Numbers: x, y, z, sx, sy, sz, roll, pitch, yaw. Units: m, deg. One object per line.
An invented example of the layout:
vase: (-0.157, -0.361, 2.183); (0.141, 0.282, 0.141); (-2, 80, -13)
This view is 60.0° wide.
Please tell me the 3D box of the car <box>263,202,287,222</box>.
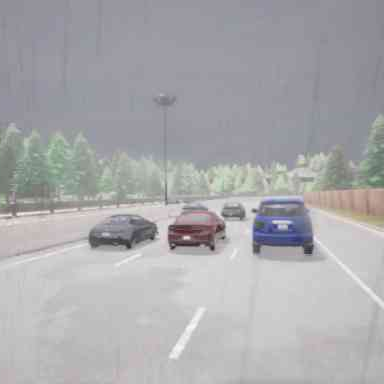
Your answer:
car: (7.145, 1.656, 28.776); (1.812, 1.442, 4.674); (-1, 0, 13)

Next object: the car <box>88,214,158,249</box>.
car: (-3.084, 1.722, 15.648); (1.994, 1.385, 4.181); (-1, 0, 13)

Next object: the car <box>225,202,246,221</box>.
car: (3.710, 1.671, 29.465); (2.128, 1.511, 4.902); (-1, 0, 13)

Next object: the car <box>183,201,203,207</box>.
car: (0.301, 1.720, 30.256); (2.128, 1.511, 4.902); (-1, 0, 13)

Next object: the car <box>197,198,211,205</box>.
car: (2.634, 2.046, 71.289); (2.033, 1.411, 5.357); (-1, 0, 13)

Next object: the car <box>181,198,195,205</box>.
car: (-0.775, 2.107, 72.079); (1.994, 1.385, 4.181); (-1, 0, 13)

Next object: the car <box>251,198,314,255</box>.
car: (3.659, 1.277, 13.792); (2.150, 2.045, 5.566); (-1, 0, 13)

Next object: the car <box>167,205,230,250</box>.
car: (0.363, 1.588, 15.036); (1.882, 1.535, 5.008); (-1, 0, 13)
